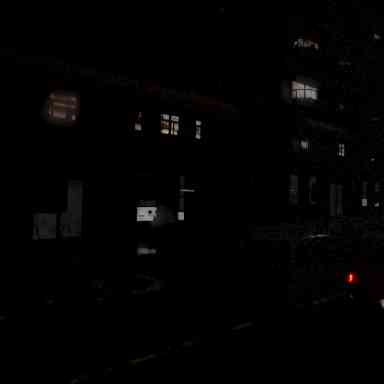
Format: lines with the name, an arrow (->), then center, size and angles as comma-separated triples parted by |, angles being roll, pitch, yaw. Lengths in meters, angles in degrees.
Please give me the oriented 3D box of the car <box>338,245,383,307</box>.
car -> 5.139, 1.605, 6.831 | 4.718, 1.301, 1.895 | 0, 0, -35
